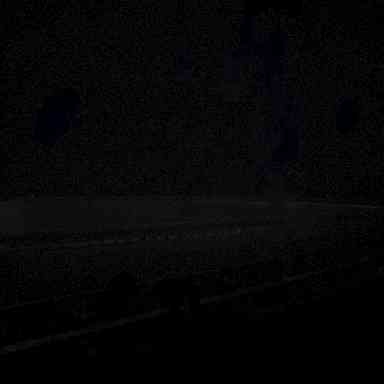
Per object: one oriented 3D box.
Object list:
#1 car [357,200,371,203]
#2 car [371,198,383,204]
[{"bbox_3d":[43.223,2.304,83.654,1.895,1.301,4.718,0,-1,-1],"label":"car"},{"bbox_3d":[46.687,2.193,81.416,1.812,1.442,4.674,0,-1,-1],"label":"car"}]
